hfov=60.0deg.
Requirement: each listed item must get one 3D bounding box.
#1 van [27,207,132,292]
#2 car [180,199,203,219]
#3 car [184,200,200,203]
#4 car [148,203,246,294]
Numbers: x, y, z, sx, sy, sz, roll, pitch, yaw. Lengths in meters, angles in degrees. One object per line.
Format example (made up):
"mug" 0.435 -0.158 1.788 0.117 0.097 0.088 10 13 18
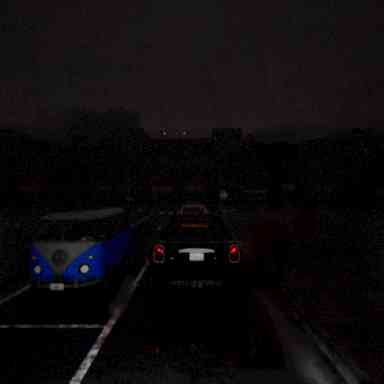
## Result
"van" -2.658 1.337 8.627 1.690 1.788 3.998 -1 0 0
"car" 0.006 1.469 29.605 1.882 1.535 5.008 0 0 2
"car" 0.070 1.470 19.672 1.882 1.535 5.008 0 0 0
"car" 0.089 1.347 8.963 2.097 1.767 4.553 0 0 0
